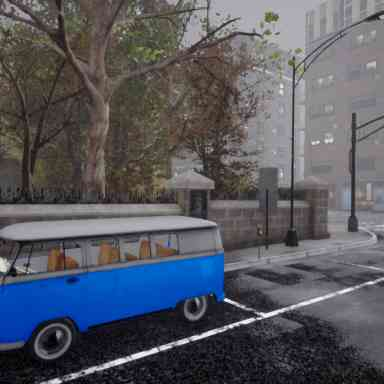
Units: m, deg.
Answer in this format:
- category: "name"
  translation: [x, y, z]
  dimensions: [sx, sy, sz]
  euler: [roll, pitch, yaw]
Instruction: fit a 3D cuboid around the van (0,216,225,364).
- category: "van"
  translation: [-1.302, 1.342, 5.563]
  dimensions: [3.998, 1.788, 1.690]
  euler: [0, 1, -35]
